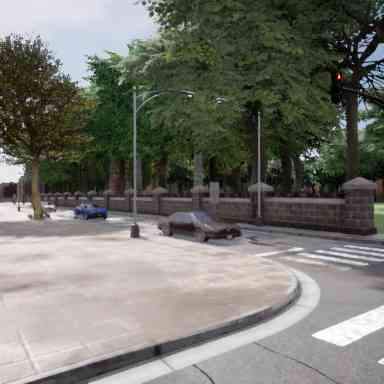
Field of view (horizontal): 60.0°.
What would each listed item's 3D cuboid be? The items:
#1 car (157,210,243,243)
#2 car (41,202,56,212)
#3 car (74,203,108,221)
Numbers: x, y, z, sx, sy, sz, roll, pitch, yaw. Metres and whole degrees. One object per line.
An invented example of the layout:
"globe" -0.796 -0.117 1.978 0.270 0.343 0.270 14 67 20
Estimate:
"car" 0.165 1.675 17.201 2.033 1.411 5.357 0 0 -36
"car" -20.003 2.085 45.601 1.812 1.442 4.674 0 -1 -36
"car" -9.363 1.770 30.544 1.882 1.535 5.008 0 0 -35
